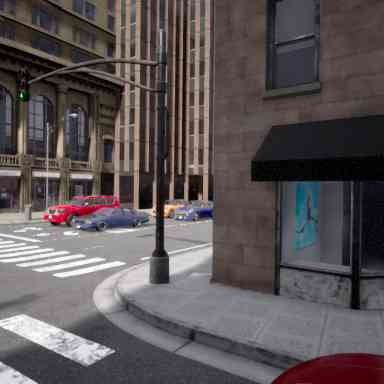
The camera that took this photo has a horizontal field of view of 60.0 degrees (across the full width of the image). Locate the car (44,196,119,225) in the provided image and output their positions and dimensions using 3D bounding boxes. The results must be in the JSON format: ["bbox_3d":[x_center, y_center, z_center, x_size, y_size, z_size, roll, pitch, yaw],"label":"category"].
[{"bbox_3d":[-7.568,1.289,23.761,2.150,2.045,5.566,1,0,35],"label":"car"}]

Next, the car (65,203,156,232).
[{"bbox_3d":[-5.105,1.658,21.620,2.033,1.411,5.357,1,0,35],"label":"car"}]

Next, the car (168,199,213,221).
[{"bbox_3d":[0.335,1.544,29.367,2.097,1.767,4.553,1,0,35],"label":"car"}]

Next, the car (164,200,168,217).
[{"bbox_3d":[-1.862,1.504,31.896,2.097,1.767,4.553,1,0,35],"label":"car"}]

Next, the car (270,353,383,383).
[{"bbox_3d":[2.380,1.545,1.275,4.507,1.381,1.887,0,1,35],"label":"car"}]

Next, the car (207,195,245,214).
[{"bbox_3d":[4.227,1.465,40.562,2.150,2.045,5.566,1,0,35],"label":"car"}]
